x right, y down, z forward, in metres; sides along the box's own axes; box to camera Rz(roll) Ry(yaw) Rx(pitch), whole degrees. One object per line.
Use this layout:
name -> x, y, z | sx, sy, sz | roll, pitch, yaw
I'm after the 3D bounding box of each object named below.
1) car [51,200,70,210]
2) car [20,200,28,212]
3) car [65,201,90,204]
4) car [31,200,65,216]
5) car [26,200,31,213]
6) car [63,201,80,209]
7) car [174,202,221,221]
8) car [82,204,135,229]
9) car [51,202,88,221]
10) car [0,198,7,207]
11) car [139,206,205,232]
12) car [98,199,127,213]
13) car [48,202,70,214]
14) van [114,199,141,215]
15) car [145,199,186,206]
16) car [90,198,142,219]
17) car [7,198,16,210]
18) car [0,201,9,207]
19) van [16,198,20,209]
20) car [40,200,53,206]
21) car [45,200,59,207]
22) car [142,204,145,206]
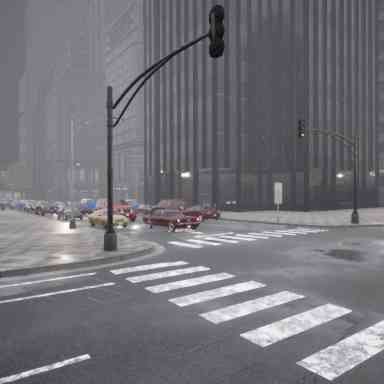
car -> -22.977, 2.270, 58.005 | 1.882, 1.535, 5.008 | 0, -1, -35
car -> -23.284, 2.156, 48.463 | 1.967, 1.590, 4.097 | -1, 0, -35
car -> -12.986, 2.064, 38.587 | 2.033, 1.411, 5.357 | 0, -1, -35
car -> -17.631, 1.900, 40.495 | 2.192, 1.841, 5.009 | -1, 0, -35
car -> -20.454, 2.195, 44.480 | 1.887, 1.381, 4.507 | -1, 0, -35
car -> -22.615, 2.405, 62.253 | 1.802, 1.307, 4.206 | -1, 0, -35
car -> 0.646, 1.828, 29.486 | 1.887, 1.381, 4.507 | -1, 0, -35
car -> -6.215, 1.843, 24.420 | 1.752, 1.417, 4.829 | -1, 0, -35
car -> -11.969, 2.003, 32.527 | 2.008, 1.369, 4.403 | -1, 0, -35
car -> -41.208, 2.665, 73.717 | 1.887, 1.381, 4.507 | -1, 0, -35
car -> -1.458, 1.846, 22.337 | 1.895, 1.301, 4.718 | 0, -1, -35
car -> -11.118, 1.874, 46.093 | 2.192, 1.841, 5.009 | -1, 0, -35
car -> -18.778, 2.177, 46.819 | 1.812, 1.442, 4.674 | 0, -1, -35
van -> -8.178, 1.831, 41.941 | 1.690, 1.788, 3.998 | -1, 0, -35
car -> -2.299, 1.667, 33.638 | 2.192, 1.841, 5.009 | -1, 0, -35
car -> -7.011, 1.598, 30.161 | 2.150, 2.045, 5.566 | 0, -1, -35
car -> -31.872, 2.353, 60.561 | 1.967, 1.590, 4.097 | -1, 0, -35
car -> -44.319, 2.770, 78.102 | 1.802, 1.307, 4.206 | -1, 0, -35
van -> -26.114, 2.122, 52.448 | 1.690, 1.788, 3.998 | -1, 0, -35
car -> -34.661, 2.659, 79.223 | 1.947, 1.339, 4.313 | -1, 0, -35
car -> -31.649, 2.593, 74.980 | 1.947, 1.339, 4.313 | -1, 0, -35
car -> -5.232, 2.003, 37.789 | 1.802, 1.307, 4.206 | -1, 0, -35
